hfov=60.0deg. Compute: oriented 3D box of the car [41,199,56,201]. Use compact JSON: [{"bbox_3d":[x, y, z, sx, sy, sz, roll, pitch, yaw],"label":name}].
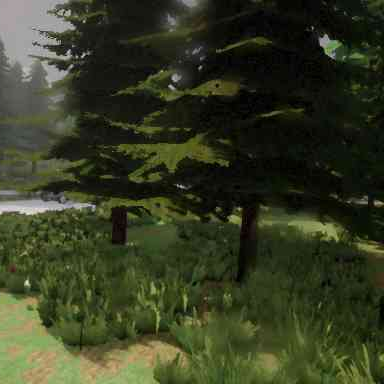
[{"bbox_3d":[-9.896,0.050,26.706,1.837,1.490,4.892,5,3,24],"label":"car"}]
